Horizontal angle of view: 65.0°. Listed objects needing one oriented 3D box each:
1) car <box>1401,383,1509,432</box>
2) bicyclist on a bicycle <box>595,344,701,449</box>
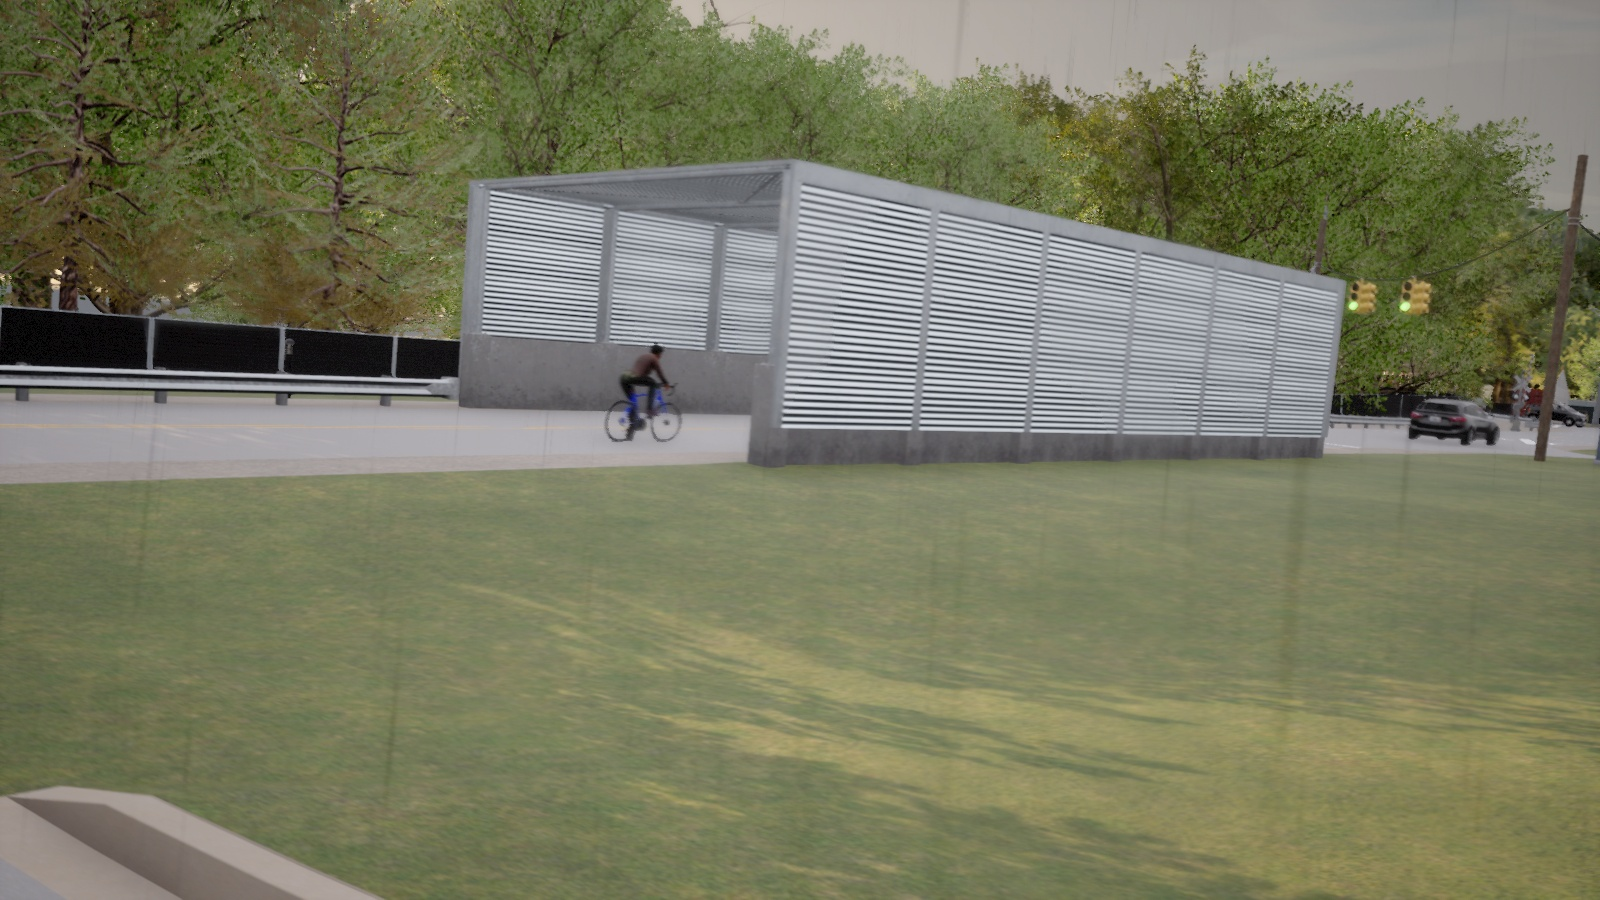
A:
[{"bbox_3d":[25.583,-1.650,48.973,4.611,1.667,2.242,-1,8,-44],"label":"car"},{"bbox_3d":[-2.468,-0.864,20.550,0.582,1.620,1.656,8,6,41],"label":"bicyclist on a bicycle"}]
